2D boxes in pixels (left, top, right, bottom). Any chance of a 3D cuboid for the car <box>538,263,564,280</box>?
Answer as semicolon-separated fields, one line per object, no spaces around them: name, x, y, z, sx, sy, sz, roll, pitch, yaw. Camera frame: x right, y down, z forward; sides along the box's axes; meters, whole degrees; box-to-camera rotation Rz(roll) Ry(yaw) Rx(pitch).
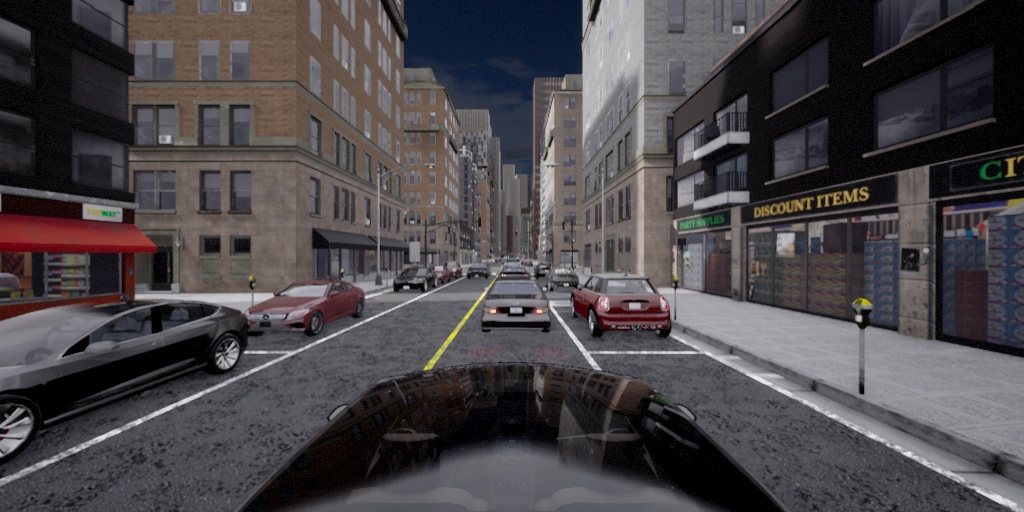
car;2.894;1.300;21.299;2.007;1.370;4.403;0;0;0

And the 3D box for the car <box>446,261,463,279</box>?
car;-5.608;1.190;32.320;1.967;1.591;4.097;0;0;0

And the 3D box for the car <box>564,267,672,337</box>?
car;2.872;1.189;10.297;1.967;1.591;4.097;0;0;0

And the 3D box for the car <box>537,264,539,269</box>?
car;2.917;1.316;32.302;1.948;1.339;4.313;0;0;0

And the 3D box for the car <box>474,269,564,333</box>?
car;0.113;1.297;10.769;2.033;1.411;5.357;0;0;0

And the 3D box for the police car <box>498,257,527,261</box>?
police car;0.057;1.175;31.311;1.930;1.638;5.238;0;0;0

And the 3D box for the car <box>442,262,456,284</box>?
car;-5.620;1.332;26.818;1.802;1.307;4.207;0;0;0

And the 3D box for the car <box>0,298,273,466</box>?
car;-5.665;1.315;4.813;1.948;1.339;4.313;0;0;0

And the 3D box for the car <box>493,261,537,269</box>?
car;0.136;1.241;21.291;2.128;1.511;4.902;0;0;0

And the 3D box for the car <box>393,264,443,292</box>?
car;-5.631;1.315;21.317;1.948;1.339;4.313;0;0;0

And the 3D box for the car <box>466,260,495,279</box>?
car;-2.944;1.298;32.689;2.033;1.411;5.357;0;0;0

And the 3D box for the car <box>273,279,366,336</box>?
car;-5.654;1.331;10.315;1.802;1.307;4.207;0;0;0
